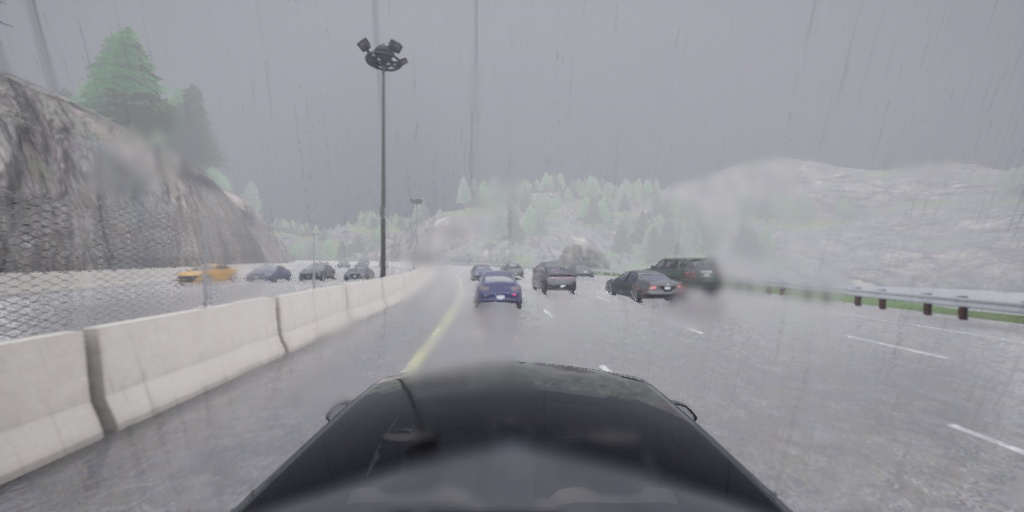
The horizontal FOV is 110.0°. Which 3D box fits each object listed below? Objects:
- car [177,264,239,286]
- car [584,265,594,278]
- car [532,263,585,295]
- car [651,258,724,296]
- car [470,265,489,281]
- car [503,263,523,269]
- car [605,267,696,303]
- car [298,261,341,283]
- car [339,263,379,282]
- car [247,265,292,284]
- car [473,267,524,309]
[{"bbox_3d":[-23.502,1.431,27.940,1.882,1.535,5.008,0,0,-10],"label":"car"},{"bbox_3d":[6.915,1.579,37.575,1.994,1.385,4.181,0,0,-11],"label":"car"},{"bbox_3d":[2.371,1.384,21.047,2.128,1.511,4.902,0,-1,-6],"label":"car"},{"bbox_3d":[9.489,1.110,20.517,2.150,2.045,5.566,0,0,-6],"label":"car"},{"bbox_3d":[-2.806,1.529,32.709,2.033,1.411,5.357,0,0,-10],"label":"car"},{"bbox_3d":[-0.082,1.503,36.932,2.128,1.511,4.902,0,-1,-11],"label":"car"},{"bbox_3d":[6.277,1.413,17.481,2.033,1.411,5.357,0,0,-5],"label":"car"},{"bbox_3d":[-17.059,1.456,31.636,1.882,1.535,5.008,0,0,-11],"label":"car"},{"bbox_3d":[-13.607,1.545,32.140,1.994,1.385,4.181,0,0,-11],"label":"car"},{"bbox_3d":[-20.376,1.496,30.375,1.812,1.442,4.674,0,0,-11],"label":"car"},{"bbox_3d":[-0.621,1.379,15.610,1.812,1.442,4.674,0,0,-5],"label":"car"}]
